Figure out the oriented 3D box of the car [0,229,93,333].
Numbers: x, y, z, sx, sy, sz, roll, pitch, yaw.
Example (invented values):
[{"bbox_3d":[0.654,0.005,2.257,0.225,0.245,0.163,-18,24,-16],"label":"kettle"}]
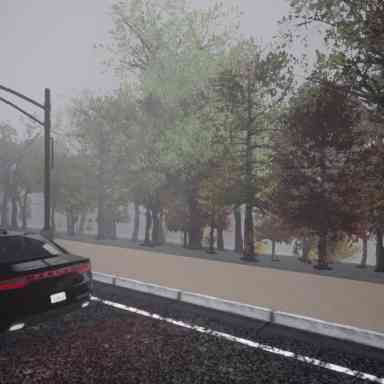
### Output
[{"bbox_3d":[-4.086,1.477,6.570,5.008,1.535,1.882,0,0,35],"label":"car"}]
